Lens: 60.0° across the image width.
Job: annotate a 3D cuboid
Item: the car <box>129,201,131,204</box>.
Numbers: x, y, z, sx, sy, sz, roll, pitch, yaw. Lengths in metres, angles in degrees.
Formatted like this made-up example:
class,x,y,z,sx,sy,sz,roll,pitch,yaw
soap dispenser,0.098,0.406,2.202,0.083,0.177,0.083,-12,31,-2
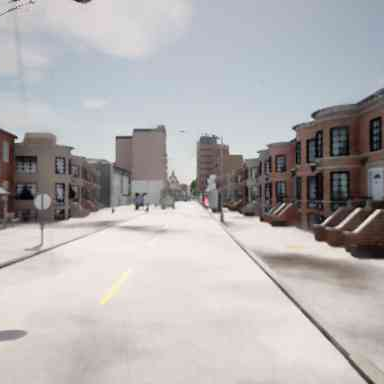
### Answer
class,x,y,z,sx,sy,sz,roll,pitch,yaw
car,-19.309,2.561,91.891,4.611,1.667,2.242,0,-1,10

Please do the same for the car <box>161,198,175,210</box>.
class,x,y,z,sx,sy,sz,roll,pitch,yaw
car,-4.051,1.972,56.595,2.150,2.045,5.566,0,-1,1
